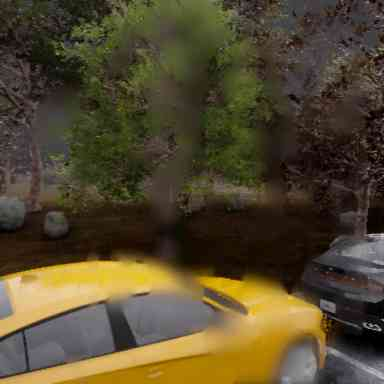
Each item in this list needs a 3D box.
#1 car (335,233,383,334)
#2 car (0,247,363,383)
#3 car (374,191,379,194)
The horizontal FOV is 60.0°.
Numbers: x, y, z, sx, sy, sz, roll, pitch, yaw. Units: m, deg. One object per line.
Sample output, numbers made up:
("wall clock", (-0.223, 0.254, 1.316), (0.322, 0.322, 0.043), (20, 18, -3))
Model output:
("car", (4.287, 1.507, 6.142), (4.892, 1.521, 2.231), (1, 0, -25))
("car", (-0.730, 1.482, 3.352), (5.008, 1.535, 2.097), (0, 0, -33))
("car", (31.189, 0.066, 52.749), (1.895, 1.301, 4.718), (2, 3, -4))
